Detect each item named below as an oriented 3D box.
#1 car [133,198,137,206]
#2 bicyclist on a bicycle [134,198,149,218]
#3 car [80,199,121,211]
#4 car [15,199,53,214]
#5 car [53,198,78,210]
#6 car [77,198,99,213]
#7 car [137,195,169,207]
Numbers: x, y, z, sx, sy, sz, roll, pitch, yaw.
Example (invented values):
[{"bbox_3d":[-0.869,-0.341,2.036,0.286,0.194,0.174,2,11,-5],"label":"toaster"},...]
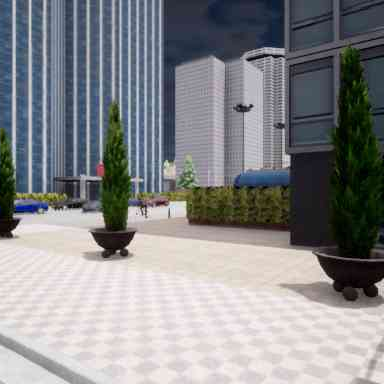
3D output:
[{"bbox_3d":[-9.287,1.544,50.511,2.033,1.411,5.357,0,0,35],"label":"car"},{"bbox_3d":[-4.074,1.299,26.657,1.656,1.620,0.582,0,0,35],"label":"bicyclist on a bicycle"},{"bbox_3d":[-11.338,1.597,41.516,1.895,1.301,4.718,0,0,35],"label":"car"},{"bbox_3d":[-17.048,1.474,33.383,1.882,1.535,5.008,0,0,35],"label":"car"},{"bbox_3d":[-15.215,1.474,42.086,1.882,1.535,5.008,0,0,35],"label":"car"},{"bbox_3d":[-10.054,1.561,36.906,1.994,1.385,4.181,0,0,35],"label":"car"},{"bbox_3d":[-5.490,1.349,49.816,2.097,1.767,4.553,0,0,35],"label":"car"}]
